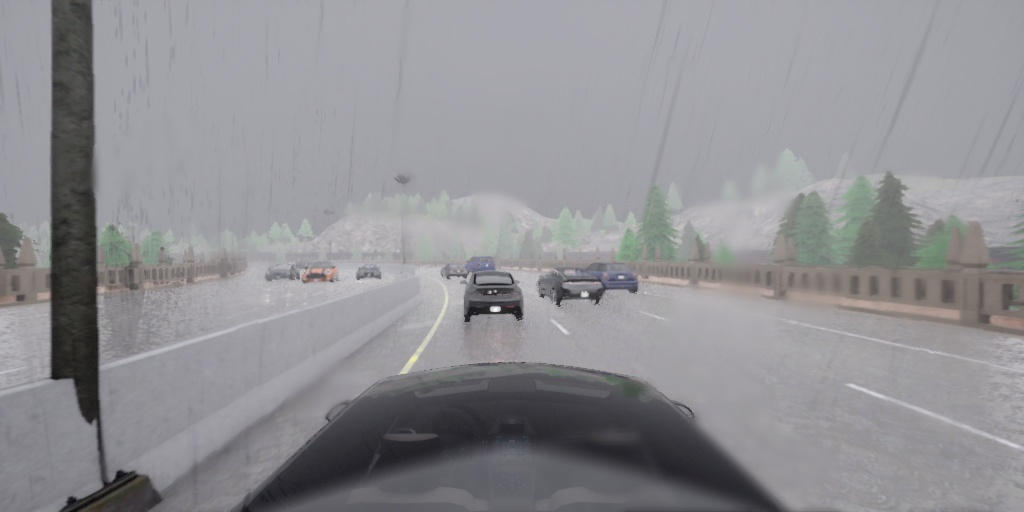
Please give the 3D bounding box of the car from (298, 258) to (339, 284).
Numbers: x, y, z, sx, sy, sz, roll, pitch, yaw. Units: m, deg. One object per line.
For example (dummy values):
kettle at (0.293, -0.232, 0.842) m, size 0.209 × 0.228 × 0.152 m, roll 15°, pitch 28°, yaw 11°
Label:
car at (-15.265, 1.229, 28.762) m, size 2.097 × 1.767 × 4.553 m, roll 0°, pitch 0°, yaw -19°

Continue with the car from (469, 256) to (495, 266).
car at (-3.435, 1.047, 37.817) m, size 2.150 × 2.045 × 5.566 m, roll 0°, pitch 0°, yaw -21°

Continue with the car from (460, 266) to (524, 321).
car at (-0.746, 1.267, 12.600) m, size 1.837 × 1.490 × 4.892 m, roll 0°, pitch 0°, yaw -7°

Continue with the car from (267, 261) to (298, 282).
car at (-19.895, 1.443, 31.377) m, size 1.812 × 1.442 × 4.674 m, roll 0°, pitch 0°, yaw -21°

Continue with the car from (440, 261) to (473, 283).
car at (-5.425, 1.375, 33.228) m, size 2.033 × 1.411 × 5.357 m, roll 0°, pitch 0°, yaw -19°

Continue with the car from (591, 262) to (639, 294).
car at (5.153, 1.096, 20.159) m, size 2.097 × 1.767 × 4.553 m, roll 0°, pitch 0°, yaw -10°

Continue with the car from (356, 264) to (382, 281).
car at (-12.749, 1.435, 32.148) m, size 1.994 × 1.385 × 4.181 m, roll 0°, pitch 0°, yaw -20°

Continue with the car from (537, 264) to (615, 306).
car at (2.371, 1.243, 15.715) m, size 2.128 × 1.511 × 4.902 m, roll 0°, pitch 0°, yaw -8°
